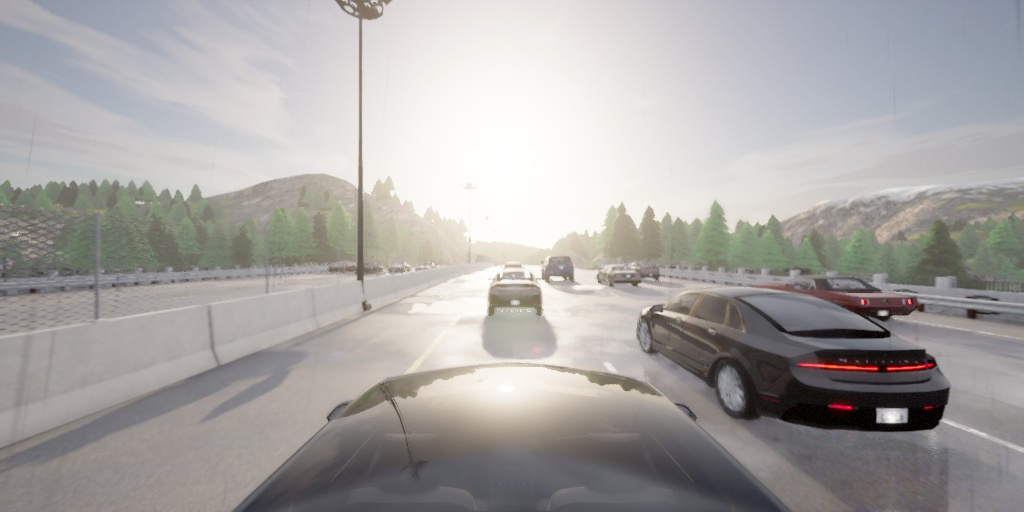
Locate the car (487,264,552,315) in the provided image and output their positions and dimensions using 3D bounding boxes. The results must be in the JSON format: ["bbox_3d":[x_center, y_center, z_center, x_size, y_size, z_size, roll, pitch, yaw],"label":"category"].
[{"bbox_3d":[0.103,1.232,13.528,2.128,1.511,4.902,0,0,0],"label":"car"}]

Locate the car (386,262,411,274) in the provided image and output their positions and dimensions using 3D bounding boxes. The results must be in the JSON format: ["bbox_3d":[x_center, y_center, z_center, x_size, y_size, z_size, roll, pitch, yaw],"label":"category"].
[{"bbox_3d":[-14.076,1.448,45.119,1.812,1.442,4.674,0,-1,0],"label":"car"}]

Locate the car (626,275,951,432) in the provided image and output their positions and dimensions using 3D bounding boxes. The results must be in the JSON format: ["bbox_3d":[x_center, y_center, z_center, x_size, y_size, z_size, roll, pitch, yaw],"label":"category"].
[{"bbox_3d":[3.599,1.252,5.816,1.837,1.490,4.892,0,0,0],"label":"car"}]

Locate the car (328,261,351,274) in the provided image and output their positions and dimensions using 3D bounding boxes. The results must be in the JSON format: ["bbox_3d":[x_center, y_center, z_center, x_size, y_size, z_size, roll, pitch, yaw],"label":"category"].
[{"bbox_3d":[-21.074,1.396,44.872,1.882,1.535,5.008,0,-1,0],"label":"car"}]

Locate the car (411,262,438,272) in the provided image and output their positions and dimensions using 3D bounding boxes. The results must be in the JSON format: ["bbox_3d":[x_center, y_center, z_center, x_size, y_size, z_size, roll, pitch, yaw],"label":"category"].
[{"bbox_3d":[-10.582,1.467,44.858,2.033,1.411,5.357,0,-1,0],"label":"car"}]

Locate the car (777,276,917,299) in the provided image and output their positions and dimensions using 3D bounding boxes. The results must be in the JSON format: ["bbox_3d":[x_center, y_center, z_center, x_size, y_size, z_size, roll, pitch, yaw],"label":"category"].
[{"bbox_3d":[10.603,1.344,12.459,1.895,1.301,4.718,0,0,0],"label":"car"}]

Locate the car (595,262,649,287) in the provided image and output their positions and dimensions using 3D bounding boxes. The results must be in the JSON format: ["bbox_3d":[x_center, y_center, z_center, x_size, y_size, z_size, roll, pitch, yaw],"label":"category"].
[{"bbox_3d":[7.104,1.293,24.402,2.033,1.411,5.357,0,0,0],"label":"car"}]

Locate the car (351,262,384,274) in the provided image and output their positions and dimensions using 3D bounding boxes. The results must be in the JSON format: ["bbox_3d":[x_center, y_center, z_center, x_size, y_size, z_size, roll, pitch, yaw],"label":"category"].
[{"bbox_3d":[-17.579,1.511,44.232,1.895,1.301,4.718,0,-1,0],"label":"car"}]

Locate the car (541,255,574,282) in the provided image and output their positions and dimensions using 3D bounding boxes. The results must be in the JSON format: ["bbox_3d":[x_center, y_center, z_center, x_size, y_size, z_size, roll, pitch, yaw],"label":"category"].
[{"bbox_3d":[3.606,0.982,28.927,2.150,2.045,5.566,0,0,0],"label":"car"}]

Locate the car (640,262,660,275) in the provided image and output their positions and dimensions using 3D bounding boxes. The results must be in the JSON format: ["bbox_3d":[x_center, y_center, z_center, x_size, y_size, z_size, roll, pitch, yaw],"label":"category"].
[{"bbox_3d":[10.605,1.259,29.793,2.128,1.511,4.902,0,0,0],"label":"car"}]

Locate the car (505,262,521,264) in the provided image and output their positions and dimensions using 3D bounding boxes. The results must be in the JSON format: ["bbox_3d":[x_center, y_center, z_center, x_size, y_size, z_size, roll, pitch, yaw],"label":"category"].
[{"bbox_3d":[0.105,1.271,29.890,1.837,1.490,4.892,0,0,0],"label":"car"}]
